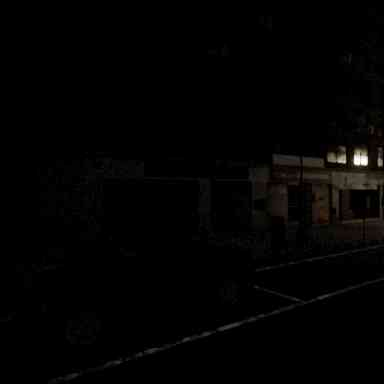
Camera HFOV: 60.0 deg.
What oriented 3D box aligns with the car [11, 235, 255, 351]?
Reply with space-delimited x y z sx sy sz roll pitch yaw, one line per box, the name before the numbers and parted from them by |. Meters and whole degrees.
car | -0.813 1.543 6.186 4.507 1.381 1.887 0 0 -35
